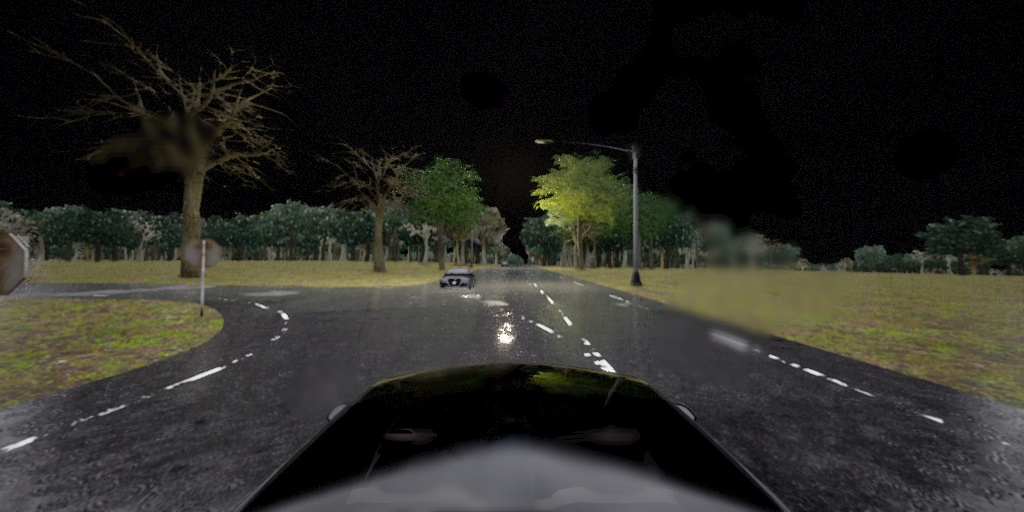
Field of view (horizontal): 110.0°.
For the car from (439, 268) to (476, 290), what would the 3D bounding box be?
[{"bbox_3d":[-3.481,1.451,23.696,1.994,1.385,4.181,1,-1,0],"label":"car"}]
